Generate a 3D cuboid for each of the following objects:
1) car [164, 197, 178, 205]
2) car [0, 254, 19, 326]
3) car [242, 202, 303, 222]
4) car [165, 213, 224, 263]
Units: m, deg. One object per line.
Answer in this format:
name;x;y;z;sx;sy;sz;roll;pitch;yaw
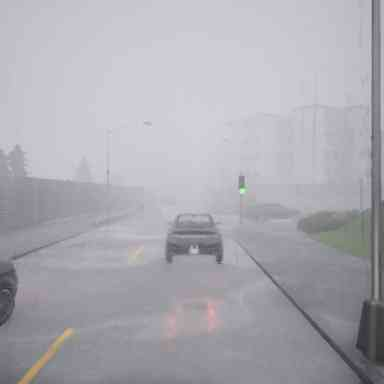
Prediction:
car;-4.023;1.676;61.188;1.837;1.490;4.892;0;0;1
car;-4.080;1.538;4.345;1.812;1.442;4.674;0;0;0
car;6.433;1.581;26.555;4.892;1.490;1.837;0;-4;-15
car;0.077;1.526;12.121;2.128;1.511;4.902;0;0;0
